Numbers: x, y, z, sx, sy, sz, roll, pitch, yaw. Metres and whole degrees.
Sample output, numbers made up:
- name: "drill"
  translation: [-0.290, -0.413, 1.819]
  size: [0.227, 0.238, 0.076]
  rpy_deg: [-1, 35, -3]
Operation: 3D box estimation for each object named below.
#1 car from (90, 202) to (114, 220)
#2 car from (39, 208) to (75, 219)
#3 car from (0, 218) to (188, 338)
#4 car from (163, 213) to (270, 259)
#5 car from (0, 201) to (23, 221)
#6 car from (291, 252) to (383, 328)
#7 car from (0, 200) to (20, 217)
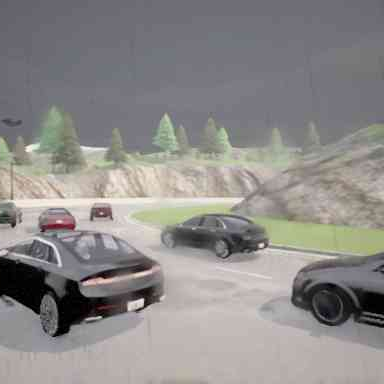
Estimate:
- name: "car"
  translation: [-8.247, 1.673, 30.530]
  size: [1.882, 1.535, 5.008]
  rpy_deg: [0, 0, -14]
- name: "car"
  translation: [-8.566, 1.686, 21.031]
  size: [1.994, 1.385, 4.181]
  rpy_deg: [0, 0, -27]
- name: "car"
  translation: [-2.625, 1.534, 6.818]
  size: [4.902, 1.511, 2.128]
  rpy_deg: [0, 0, 44]
- name: "car"
  translation: [0.738, 1.612, 13.298]
  size: [1.837, 1.490, 4.892]
  rpy_deg: [0, 0, -44]
- name: "car"
  translation: [-13.343, 1.471, 23.499]
  size: [2.097, 1.767, 4.553]
  rpy_deg: [1, 0, -21]
- name: "car"
  translation: [3.936, 1.628, 5.754]
  size: [4.181, 1.385, 1.994]
  rpy_deg: [0, 0, 36]
- name: "car"
  translation: [-19.542, 1.659, 33.701]
  size: [2.128, 1.511, 4.902]
  rpy_deg: [0, 0, -7]
